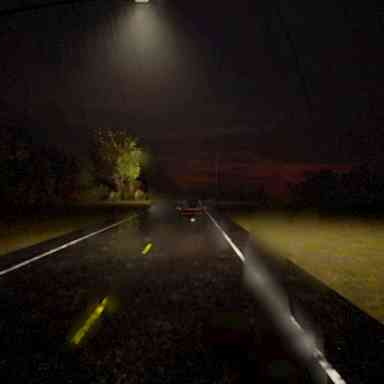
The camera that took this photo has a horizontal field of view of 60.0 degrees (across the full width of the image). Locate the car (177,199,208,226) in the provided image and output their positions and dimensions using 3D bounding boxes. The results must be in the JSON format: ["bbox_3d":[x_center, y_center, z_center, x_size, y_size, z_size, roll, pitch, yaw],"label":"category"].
[{"bbox_3d":[0.053,1.499,23.314,1.837,1.490,4.892,0,1,0],"label":"car"}]
